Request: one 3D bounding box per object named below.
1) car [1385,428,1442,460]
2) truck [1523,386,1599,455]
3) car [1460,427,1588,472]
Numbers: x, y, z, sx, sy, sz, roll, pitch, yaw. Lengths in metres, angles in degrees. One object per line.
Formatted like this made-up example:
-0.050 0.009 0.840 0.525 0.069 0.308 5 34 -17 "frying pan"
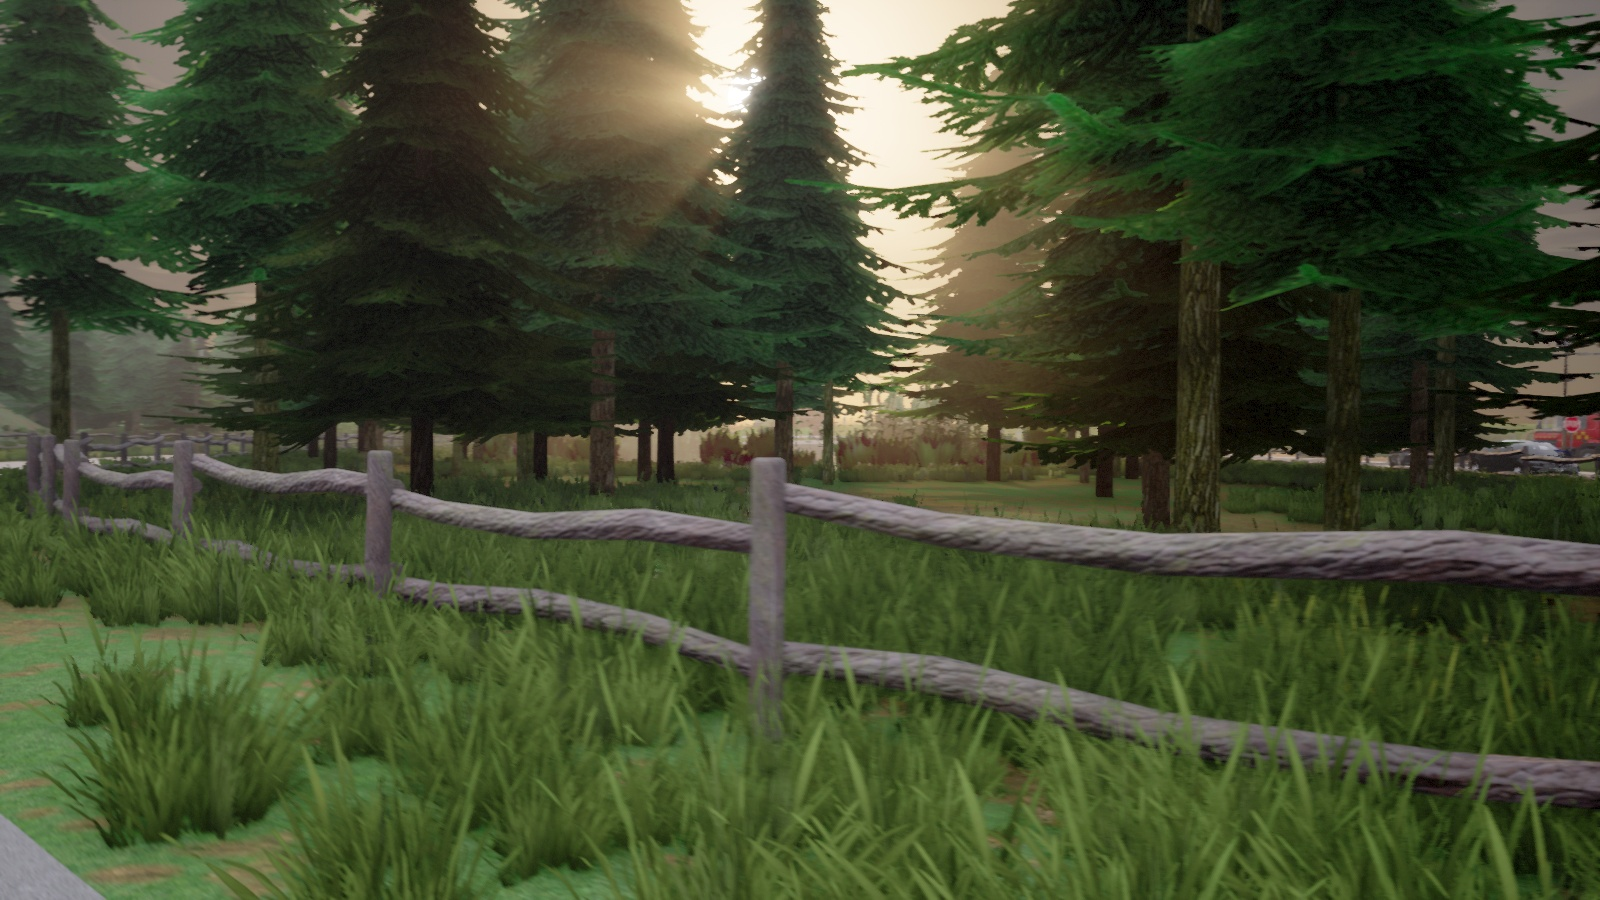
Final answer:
30.773 -0.313 63.099 1.837 1.490 4.892 -1 0 17 "car"
45.915 -1.671 70.971 8.468 3.827 2.891 0 1 0 "truck"
25.737 -0.053 44.835 1.837 1.490 4.892 0 1 1 "car"
